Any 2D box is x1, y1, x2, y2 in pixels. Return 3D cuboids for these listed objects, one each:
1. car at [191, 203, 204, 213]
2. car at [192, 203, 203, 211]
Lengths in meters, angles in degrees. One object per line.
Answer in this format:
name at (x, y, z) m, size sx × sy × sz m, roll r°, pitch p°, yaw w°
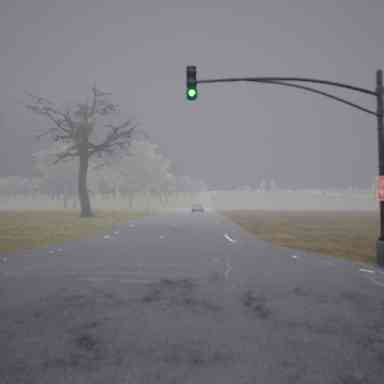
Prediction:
car at (0.868, 2.620, 53.864) m, size 1.994 × 1.385 × 4.181 m, roll -1°, pitch -2°, yaw 1°
car at (1.070, 2.880, 63.899) m, size 1.837 × 1.490 × 4.892 m, roll -1°, pitch -2°, yaw 1°
